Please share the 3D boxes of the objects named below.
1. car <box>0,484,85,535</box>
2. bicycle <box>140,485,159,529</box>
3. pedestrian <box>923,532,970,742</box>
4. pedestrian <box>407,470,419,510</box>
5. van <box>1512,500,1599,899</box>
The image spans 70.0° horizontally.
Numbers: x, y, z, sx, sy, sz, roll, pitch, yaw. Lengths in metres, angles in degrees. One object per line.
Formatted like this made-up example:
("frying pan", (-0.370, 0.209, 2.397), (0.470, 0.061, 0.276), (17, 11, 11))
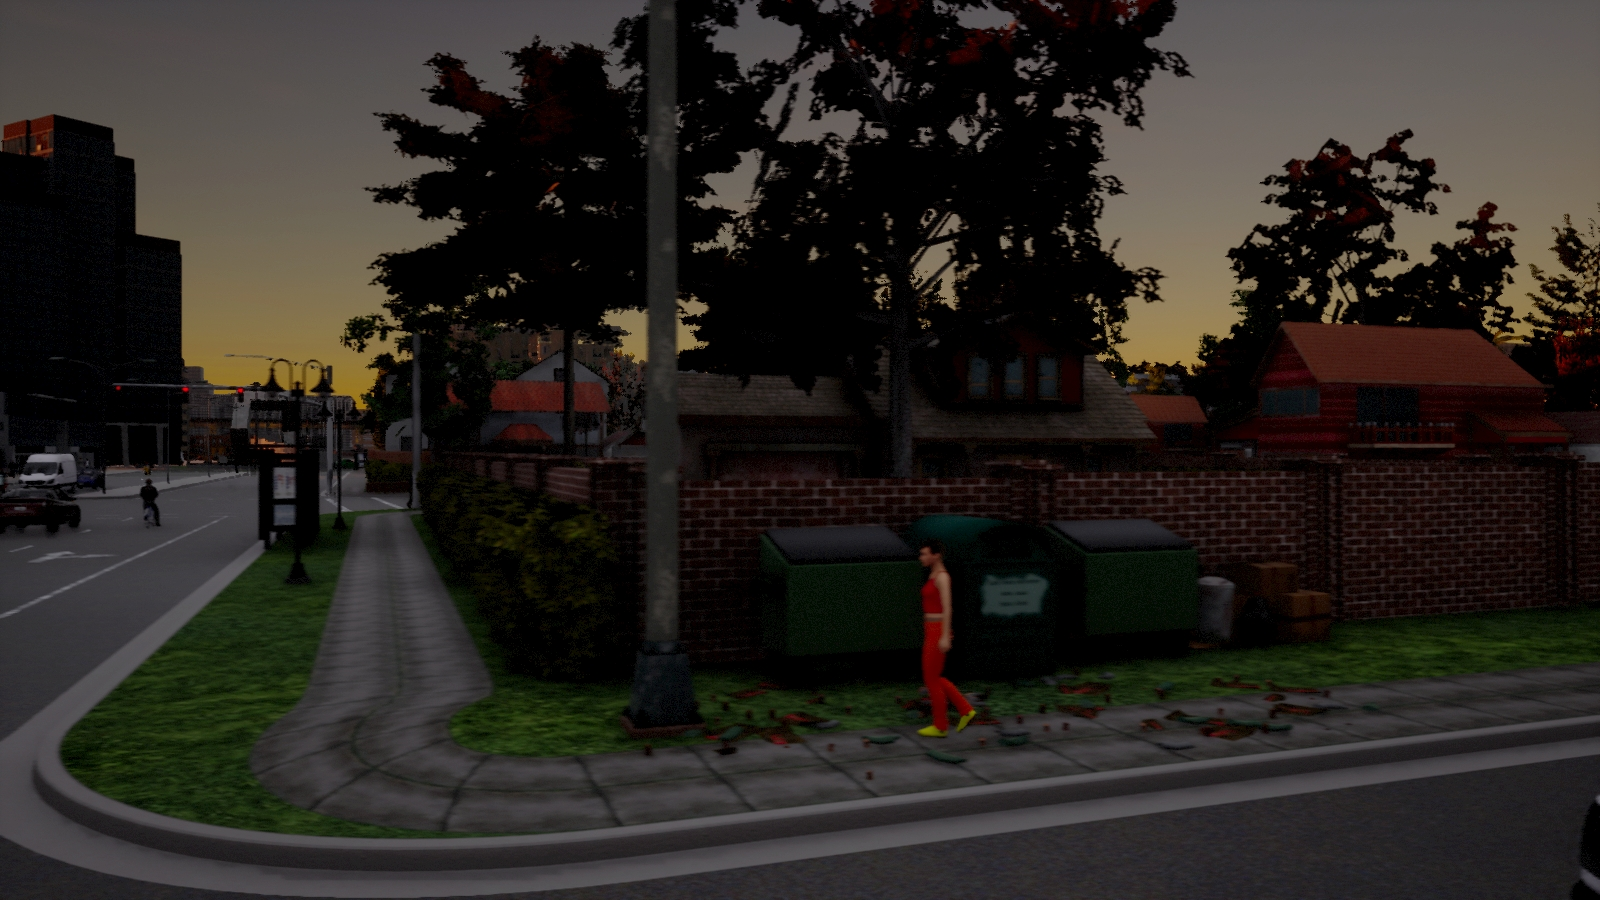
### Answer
("car", (-26.643, 2.040, 39.934), (2.007, 1.525, 4.514), (0, 0, -21))
("bicycle", (-23.476, 2.048, 41.252), (0.329, 1.496, 1.835), (0, 0, -20))
("pedestrian", (1.339, 1.696, 10.466), (0.375, 1.860, 0.375), (0, 0, 0))
("pedestrian", (-17.914, 1.849, 52.910), (0.375, 1.860, 0.375), (0, 0, 7))
("van", (6.636, 1.534, 5.726), (5.915, 2.561, 1.988), (0, 0, -20))
